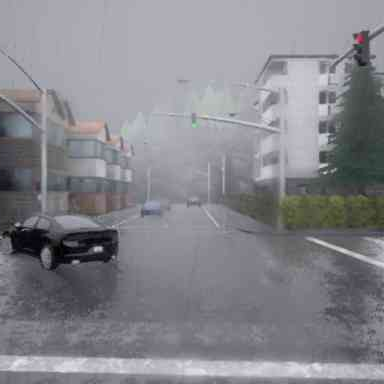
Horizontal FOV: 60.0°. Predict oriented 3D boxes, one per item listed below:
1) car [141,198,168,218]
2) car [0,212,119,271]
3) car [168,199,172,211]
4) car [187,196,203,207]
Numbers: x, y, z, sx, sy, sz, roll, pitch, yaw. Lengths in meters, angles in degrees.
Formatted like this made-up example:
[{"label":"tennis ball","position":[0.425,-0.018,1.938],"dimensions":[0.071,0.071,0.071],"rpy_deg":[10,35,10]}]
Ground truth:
[{"label":"car","position":[-3.601,1.535,31.242],"dimensions":[1.882,1.535,5.008],"rpy_deg":[0,0,0]},{"label":"car","position":[-4.374,1.383,10.712],"dimensions":[5.008,1.535,1.882],"rpy_deg":[0,-1,43]},{"label":"car","position":[-3.582,1.568,41.592],"dimensions":[2.128,1.511,4.902],"rpy_deg":[0,0,0]},{"label":"car","position":[0.481,1.450,53.548],"dimensions":[2.097,1.767,4.553],"rpy_deg":[0,0,7]}]
